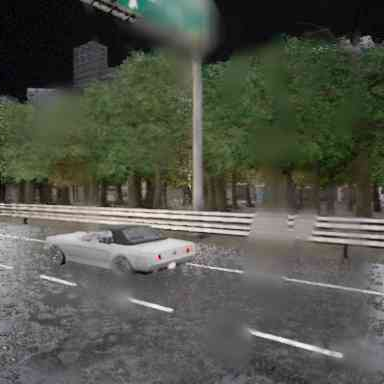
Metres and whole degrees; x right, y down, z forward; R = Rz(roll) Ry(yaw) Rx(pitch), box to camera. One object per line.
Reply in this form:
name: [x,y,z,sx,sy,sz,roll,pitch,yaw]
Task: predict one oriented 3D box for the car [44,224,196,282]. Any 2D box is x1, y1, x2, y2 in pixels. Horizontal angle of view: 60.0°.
car: [-2.320,1.603,9.825,4.718,1.301,1.895,0,0,36]
